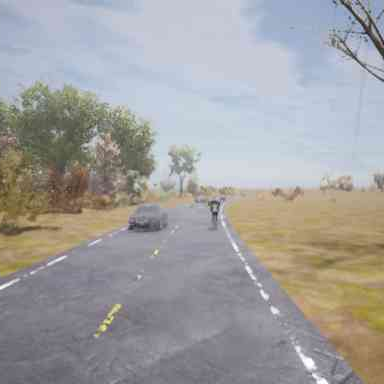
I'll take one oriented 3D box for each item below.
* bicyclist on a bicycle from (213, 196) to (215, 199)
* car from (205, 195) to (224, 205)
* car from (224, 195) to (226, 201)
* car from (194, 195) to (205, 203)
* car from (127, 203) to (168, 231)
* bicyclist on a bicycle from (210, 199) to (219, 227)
[{"bbox_3d":[1.979,1.274,29.910,0.659,1.776,1.843,0,0,4],"label":"bicyclist on a bicycle"},{"bbox_3d":[3.697,1.433,54.119,1.895,1.301,4.718,0,0,7],"label":"car"},{"bbox_3d":[6.576,1.321,73.704,2.033,1.411,5.357,0,0,10],"label":"car"},{"bbox_3d":[1.590,1.301,61.783,2.128,1.511,4.902,0,0,9],"label":"car"},{"bbox_3d":[-2.546,1.434,20.101,1.837,1.490,4.892,0,0,3],"label":"car"},{"bbox_3d":[1.362,1.387,19.761,0.582,1.620,1.656,0,0,3],"label":"bicyclist on a bicycle"}]
